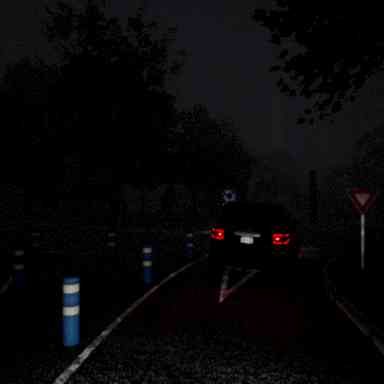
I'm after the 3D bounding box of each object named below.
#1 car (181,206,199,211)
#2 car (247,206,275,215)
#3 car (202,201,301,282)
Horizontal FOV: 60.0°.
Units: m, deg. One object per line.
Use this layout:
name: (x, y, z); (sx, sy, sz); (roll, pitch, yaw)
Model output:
car: (-0.508, 4.257, 83.879); (2.128, 1.511, 4.902); (0, -5, -13)
car: (12.877, 3.468, 62.638); (4.892, 1.490, 1.837); (0, 0, 41)
car: (2.180, 1.360, 10.561); (2.150, 2.045, 5.566); (2, -2, 19)
